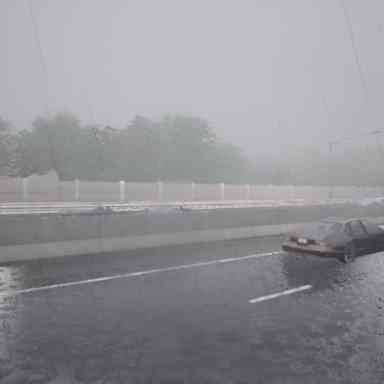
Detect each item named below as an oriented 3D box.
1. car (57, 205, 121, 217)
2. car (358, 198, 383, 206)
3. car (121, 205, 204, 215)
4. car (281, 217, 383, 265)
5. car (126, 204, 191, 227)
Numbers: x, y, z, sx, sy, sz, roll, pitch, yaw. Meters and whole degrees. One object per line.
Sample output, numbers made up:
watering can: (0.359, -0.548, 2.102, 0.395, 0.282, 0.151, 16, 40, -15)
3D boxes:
car: (-7.388, 1.647, 24.521, 4.718, 1.301, 1.895, 0, 0, -36)
car: (25.937, 1.667, 48.263, 4.674, 1.442, 1.812, 0, 0, -35)
car: (-1.422, 1.550, 20.177, 4.902, 1.511, 2.128, 0, 0, -36)
car: (5.557, 1.610, 12.011, 5.357, 1.411, 2.033, 0, 0, -36)
car: (-2.353, 1.630, 23.812, 4.181, 1.385, 1.994, 0, 0, -35)
